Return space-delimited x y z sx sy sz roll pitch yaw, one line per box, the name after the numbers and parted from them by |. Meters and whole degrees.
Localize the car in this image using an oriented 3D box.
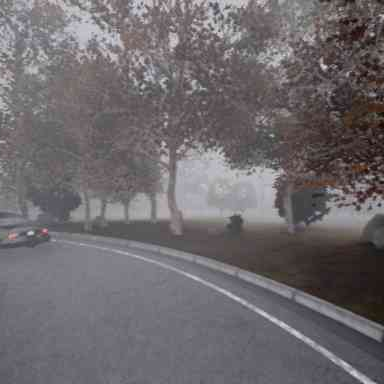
-8.005 1.556 13.291 5.357 1.411 2.033 0 1 30 | car
